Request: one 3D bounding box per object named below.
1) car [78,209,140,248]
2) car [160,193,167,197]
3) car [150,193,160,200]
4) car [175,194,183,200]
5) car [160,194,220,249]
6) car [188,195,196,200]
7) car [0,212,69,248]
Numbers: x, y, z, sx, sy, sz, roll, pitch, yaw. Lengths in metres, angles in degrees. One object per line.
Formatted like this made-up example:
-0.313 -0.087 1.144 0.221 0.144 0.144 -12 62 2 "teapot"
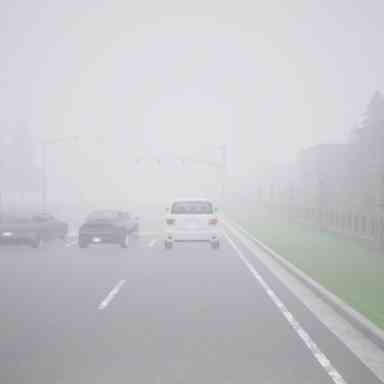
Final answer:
-3.500 1.515 14.650 1.837 1.490 4.892 0 0 0 "car"
-7.000 1.379 91.488 1.882 1.535 5.008 0 0 0 "car"
-10.500 1.452 91.455 1.994 1.385 4.181 0 0 0 "car"
-3.500 1.409 91.072 2.128 1.511 4.902 0 0 0 "car"
0.000 1.257 14.680 2.150 2.045 5.566 0 0 0 "car"
0.000 1.424 91.072 2.033 1.411 5.357 0 0 0 "car"
-7.000 1.571 14.650 1.994 1.385 4.181 0 0 0 "car"
